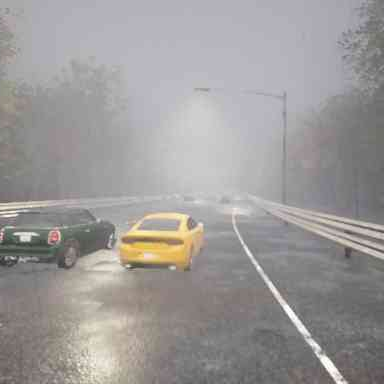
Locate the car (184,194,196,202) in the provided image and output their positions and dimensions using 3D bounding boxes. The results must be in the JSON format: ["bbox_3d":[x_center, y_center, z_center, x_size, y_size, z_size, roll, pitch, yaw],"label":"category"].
[{"bbox_3d":[-0.381,1.175,64.499,1.882,1.535,5.008,0,0,8],"label":"car"}]

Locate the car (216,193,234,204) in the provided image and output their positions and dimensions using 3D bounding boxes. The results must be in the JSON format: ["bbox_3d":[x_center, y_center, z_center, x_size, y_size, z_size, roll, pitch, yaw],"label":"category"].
[{"bbox_3d":[5.975,1.319,59.342,2.033,1.411,5.357,0,0,8],"label":"car"}]

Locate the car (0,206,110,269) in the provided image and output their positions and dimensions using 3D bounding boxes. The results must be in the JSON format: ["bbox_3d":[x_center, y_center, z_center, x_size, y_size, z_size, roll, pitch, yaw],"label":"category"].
[{"bbox_3d":[-4.212,1.281,11.129,2.097,1.767,4.553,0,0,8],"label":"car"}]

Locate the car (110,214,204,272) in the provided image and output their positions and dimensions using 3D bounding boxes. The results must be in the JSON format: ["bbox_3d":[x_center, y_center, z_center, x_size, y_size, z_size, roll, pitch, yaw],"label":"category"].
[{"bbox_3d":[-0.735,1.431,10.750,1.882,1.535,5.008,0,0,8],"label":"car"}]

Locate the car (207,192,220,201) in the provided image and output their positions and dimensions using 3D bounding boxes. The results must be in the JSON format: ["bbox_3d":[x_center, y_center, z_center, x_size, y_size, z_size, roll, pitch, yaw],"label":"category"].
[{"bbox_3d":[4.420,1.234,73.682,1.994,1.385,4.181,0,0,8],"label":"car"}]
